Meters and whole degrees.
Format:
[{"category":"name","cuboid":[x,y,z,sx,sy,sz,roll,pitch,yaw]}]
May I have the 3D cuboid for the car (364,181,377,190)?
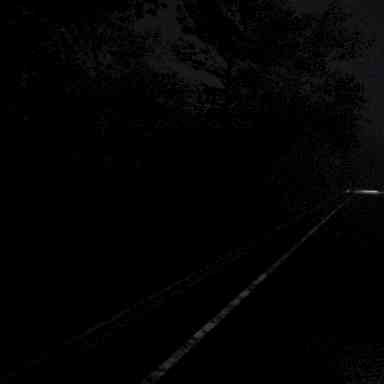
[{"category":"car","cuboid":[29.952,-1.117,55.631,2.128,1.511,4.902,5,4,29]}]
